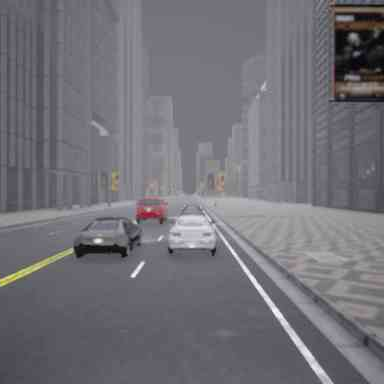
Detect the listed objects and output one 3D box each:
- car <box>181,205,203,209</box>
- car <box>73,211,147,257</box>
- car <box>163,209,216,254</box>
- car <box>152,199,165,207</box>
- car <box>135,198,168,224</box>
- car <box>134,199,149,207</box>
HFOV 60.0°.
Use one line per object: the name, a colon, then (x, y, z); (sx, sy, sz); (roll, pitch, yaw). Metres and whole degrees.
car: (0.010, 1.819, 28.499); (1.994, 1.385, 4.181); (0, 0, 0)
car: (-3.241, 1.688, 13.565); (1.994, 1.385, 4.181); (0, 0, 1)
car: (0.015, 1.652, 13.909); (1.812, 1.442, 4.674); (0, 0, 0)
car: (-6.535, 2.065, 64.959); (2.033, 1.411, 5.357); (0, 0, 0)
car: (-3.253, 1.471, 27.579); (2.150, 2.045, 5.566); (0, 0, 0)
car: (-9.780, 2.063, 64.882); (2.033, 1.411, 5.357); (0, 0, 0)
